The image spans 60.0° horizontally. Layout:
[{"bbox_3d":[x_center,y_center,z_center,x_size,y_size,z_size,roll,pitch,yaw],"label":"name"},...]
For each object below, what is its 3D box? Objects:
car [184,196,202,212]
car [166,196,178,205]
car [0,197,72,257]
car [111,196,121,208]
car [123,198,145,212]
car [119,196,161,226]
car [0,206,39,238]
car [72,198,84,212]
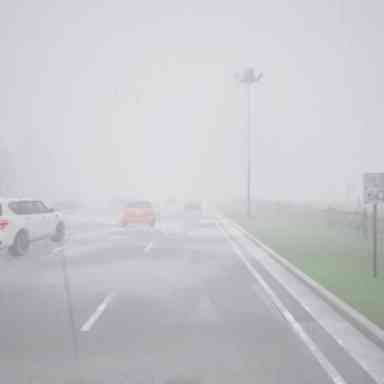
[{"bbox_3d":[0.093,1.519,38.279,1.812,1.442,4.674,0,0,0],"label":"car"},{"bbox_3d":[-3.424,1.494,57.373,1.837,1.490,4.892,0,0,0],"label":"car"},{"bbox_3d":[-6.904,1.217,13.021,2.150,2.045,5.566,0,0,0],"label":"car"},{"bbox_3d":[-10.404,1.344,48.613,2.097,1.767,4.553,0,0,0],"label":"car"},{"bbox_3d":[-6.905,1.496,40.021,1.837,1.490,4.892,0,0,0],"label":"car"},{"bbox_3d":[-3.403,1.348,23.160,2.097,1.767,4.553,0,0,0],"label":"car"},{"bbox_3d":[-10.403,1.544,17.760,2.033,1.411,5.357,0,0,0],"label":"car"},{"bbox_3d":[-13.906,1.470,38.143,1.882,1.535,5.008,0,0,0],"label":"car"}]
